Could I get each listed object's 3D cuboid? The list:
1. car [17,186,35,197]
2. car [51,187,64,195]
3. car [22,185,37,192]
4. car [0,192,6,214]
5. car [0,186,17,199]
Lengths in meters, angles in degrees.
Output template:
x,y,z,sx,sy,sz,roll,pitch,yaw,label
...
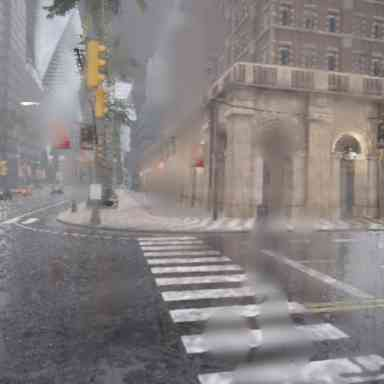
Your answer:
x,y,z,sx,sy,sz,roll,pitch,yaw,label
-27.300,-0.158,53.331,2.097,1.767,4.553,1,1,-12,car
-26.751,-0.216,66.207,1.812,1.442,4.674,1,1,-13,car
-41.660,-0.892,85.354,2.231,1.521,4.892,1,1,-13,car
-12.104,0.932,18.167,1.837,1.490,4.892,1,1,-13,car
-25.089,0.068,43.442,2.097,1.767,4.553,1,1,-13,car
